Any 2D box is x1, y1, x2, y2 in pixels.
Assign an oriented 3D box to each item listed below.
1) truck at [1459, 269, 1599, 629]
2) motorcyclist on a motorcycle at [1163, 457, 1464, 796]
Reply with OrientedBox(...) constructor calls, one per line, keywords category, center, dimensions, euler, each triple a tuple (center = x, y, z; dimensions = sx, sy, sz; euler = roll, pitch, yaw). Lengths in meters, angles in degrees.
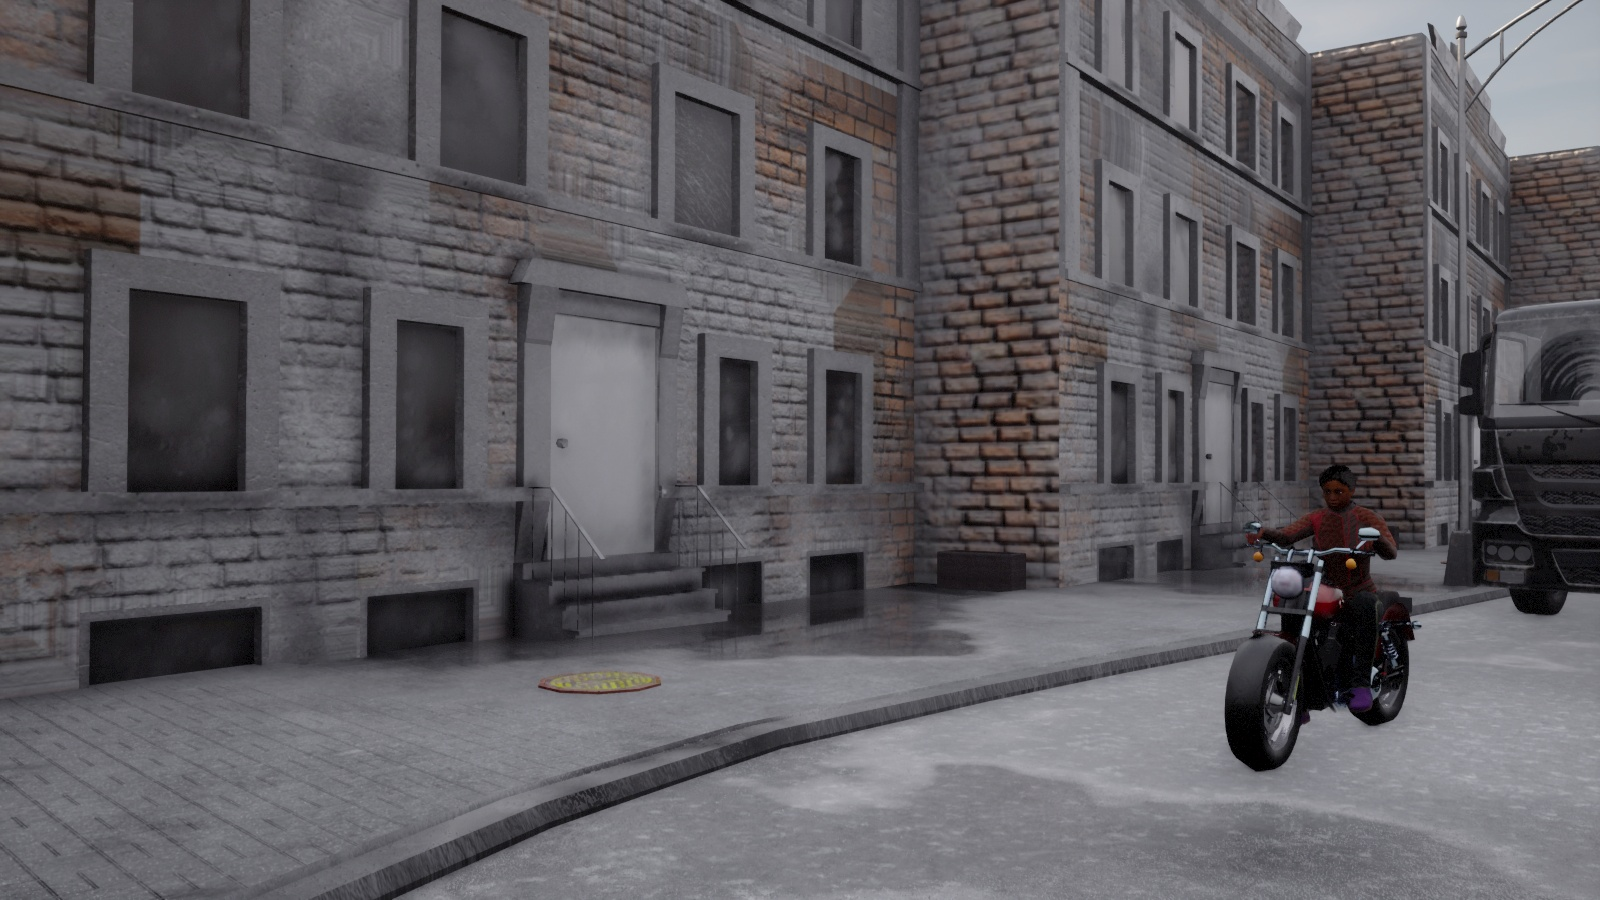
OrientedBox(category="truck", center=(10.704, 0.025, 14.682), dimensions=(7.936, 3.462, 2.891), euler=(1, -1, -44))
OrientedBox(category="motorcyclist on a motorcycle", center=(3.024, 0.870, 7.230), dimensions=(0.766, 1.649, 2.350), euler=(-1, -1, 44))
